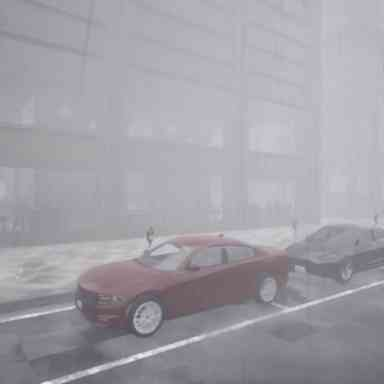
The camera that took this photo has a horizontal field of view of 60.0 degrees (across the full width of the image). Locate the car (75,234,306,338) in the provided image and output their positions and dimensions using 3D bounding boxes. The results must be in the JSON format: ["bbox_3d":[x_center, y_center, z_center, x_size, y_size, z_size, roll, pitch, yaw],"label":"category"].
[{"bbox_3d":[0.022,1.580,6.667,4.507,1.381,1.887,1,0,-36],"label":"car"}]

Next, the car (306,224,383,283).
[{"bbox_3d":[4.594,1.653,9.932,4.313,1.339,1.947,1,0,-36],"label":"car"}]
